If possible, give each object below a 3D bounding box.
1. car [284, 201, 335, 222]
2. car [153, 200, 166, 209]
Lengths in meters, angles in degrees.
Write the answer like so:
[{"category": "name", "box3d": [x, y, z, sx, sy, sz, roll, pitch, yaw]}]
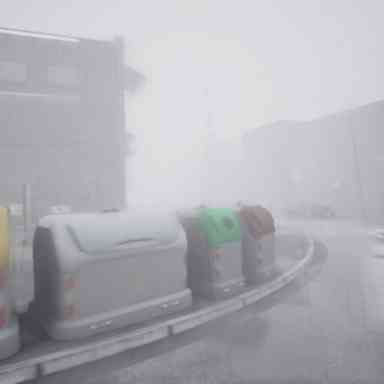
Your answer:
[{"category": "car", "box3d": [9.213, 1.506, 26.527, 1.837, 1.490, 4.892, -1, -1, -17]}, {"category": "car", "box3d": [-6.028, 2.287, 60.394, 1.812, 1.442, 4.674, -1, 1, -19]}]
